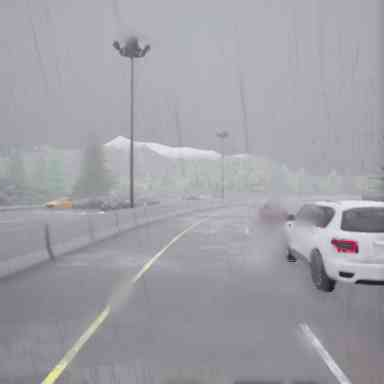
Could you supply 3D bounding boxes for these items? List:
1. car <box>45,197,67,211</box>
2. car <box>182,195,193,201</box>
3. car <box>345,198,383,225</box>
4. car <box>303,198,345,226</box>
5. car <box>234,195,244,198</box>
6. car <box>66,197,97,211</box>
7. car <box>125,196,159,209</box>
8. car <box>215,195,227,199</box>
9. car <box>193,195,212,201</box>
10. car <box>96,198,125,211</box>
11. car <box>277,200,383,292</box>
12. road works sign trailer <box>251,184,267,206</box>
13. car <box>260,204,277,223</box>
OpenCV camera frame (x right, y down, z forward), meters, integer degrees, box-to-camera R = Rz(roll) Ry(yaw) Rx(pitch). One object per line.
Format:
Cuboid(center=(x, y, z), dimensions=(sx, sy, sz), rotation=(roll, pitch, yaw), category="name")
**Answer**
Cuboid(center=(-15.666, 1.405, 40.384), dimensions=(1.882, 1.535, 5.008), rotation=(0, 0, 15), category="car")
Cuboid(center=(-0.609, 1.395, 78.000), dimensions=(1.882, 1.535, 5.008), rotation=(0, 0, 29), category="car")
Cuboid(center=(13.281, 1.385, 25.057), dimensions=(2.097, 1.767, 4.553), rotation=(0, 0, 11), category="car")
Cuboid(center=(9.672, 1.373, 24.808), dimensions=(2.097, 1.767, 4.553), rotation=(0, 0, 11), category="car")
Cuboid(center=(11.016, 1.463, 77.167), dimensions=(1.994, 1.385, 4.181), rotation=(0, 0, 31), category="car")
Cuboid(center=(-12.273, 1.417, 39.530), dimensions=(1.882, 1.535, 5.008), rotation=(0, 0, 15), category="car")
Cuboid(center=(-5.428, 1.315, 38.026), dimensions=(2.097, 1.767, 4.553), rotation=(0, 0, 16), category="car")
Cuboid(center=(6.724, 1.479, 76.726), dimensions=(1.994, 1.385, 4.181), rotation=(0, 0, 29), category="car")
Cuboid(center=(2.827, 1.359, 76.965), dimensions=(1.882, 1.535, 5.008), rotation=(0, 0, 29), category="car")
Cuboid(center=(-8.863, 1.515, 38.711), dimensions=(1.994, 1.385, 4.181), rotation=(0, 0, 15), category="car")
Cuboid(center=(4.015, 1.231, 9.055), dimensions=(2.150, 2.045, 5.566), rotation=(0, 0, 4), category="car")
Cuboid(center=(10.974, 0.476, 54.049), dimensions=(2.380, 3.560, 2.880), rotation=(0, 0, 25), category="road works sign trailer")
Cuboid(center=(6.257, 1.573, 25.592), dimensions=(1.994, 1.385, 4.181), rotation=(0, 0, 11), category="car")
